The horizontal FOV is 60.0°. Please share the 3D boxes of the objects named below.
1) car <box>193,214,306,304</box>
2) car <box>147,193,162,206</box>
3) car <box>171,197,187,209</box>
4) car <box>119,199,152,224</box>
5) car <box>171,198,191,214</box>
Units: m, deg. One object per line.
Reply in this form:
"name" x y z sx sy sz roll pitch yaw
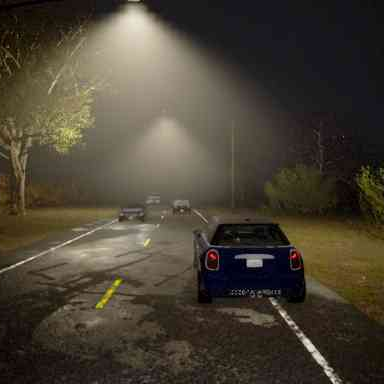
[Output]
"car" 1.129 1.346 8.337 2.097 1.767 4.553 0 0 -1
"car" -6.188 1.117 54.377 2.150 2.045 5.566 0 0 -5
"car" -1.843 1.484 45.335 1.994 1.385 4.181 0 0 -5
"car" -4.253 1.496 24.902 1.812 1.442 4.674 0 0 -3
"car" -1.109 1.547 35.070 1.895 1.301 4.718 0 0 -3
